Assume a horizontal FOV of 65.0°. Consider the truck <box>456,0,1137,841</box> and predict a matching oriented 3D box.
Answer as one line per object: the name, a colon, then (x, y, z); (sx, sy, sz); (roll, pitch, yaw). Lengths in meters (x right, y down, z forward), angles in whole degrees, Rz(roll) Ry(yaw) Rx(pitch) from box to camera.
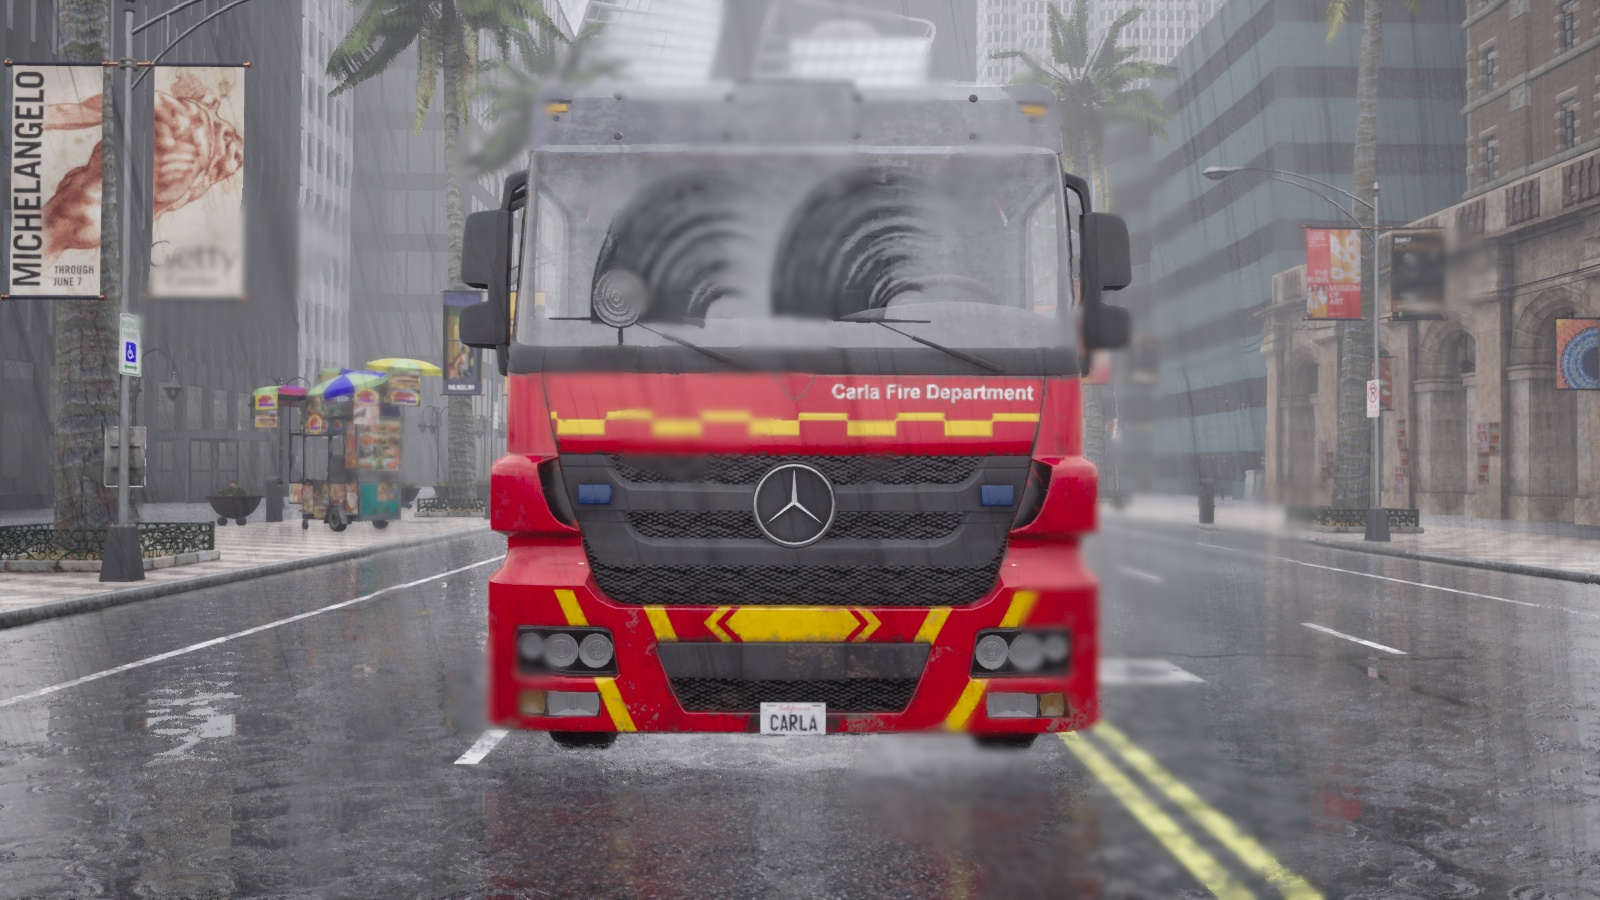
truck: (-0.025, -0.189, 9.594); (2.891, 3.827, 8.468); (0, -1, 0)
